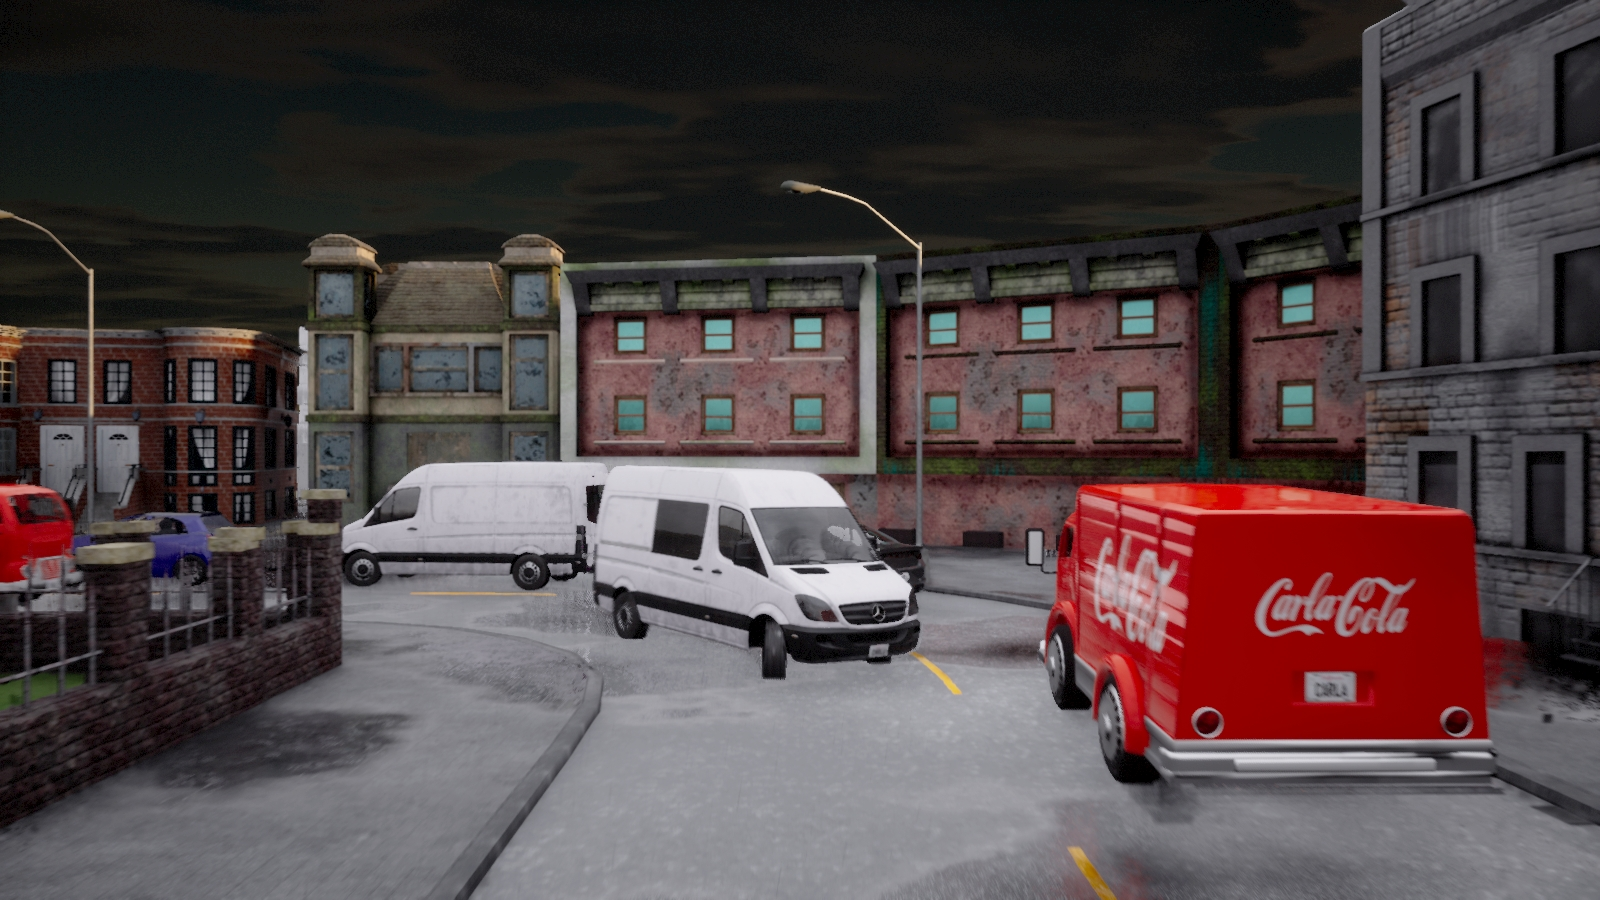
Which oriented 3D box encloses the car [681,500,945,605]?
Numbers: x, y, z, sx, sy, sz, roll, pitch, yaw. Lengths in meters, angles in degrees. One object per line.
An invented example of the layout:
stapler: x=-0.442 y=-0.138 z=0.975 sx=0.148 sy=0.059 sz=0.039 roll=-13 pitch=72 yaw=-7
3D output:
car: x=0.116 y=1.816 z=21.601 sx=2.097 sy=1.535 sz=5.006 roll=0 pitch=0 yaw=-43

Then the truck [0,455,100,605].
truck: x=-15.762 y=1.361 z=20.122 sx=5.204 sy=2.467 sz=2.627 roll=-1 pitch=0 yaw=0

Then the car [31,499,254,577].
car: x=-13.744 y=1.818 z=24.046 sx=3.633 sy=1.501 sz=1.845 roll=0 pitch=0 yaw=0

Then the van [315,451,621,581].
van: x=-6.939 y=1.316 z=24.089 sx=5.915 sy=2.561 sz=1.988 roll=0 pitch=0 yaw=10

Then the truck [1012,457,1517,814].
truck: x=3.850 y=1.362 z=10.880 sx=2.627 sy=2.467 sz=5.204 roll=0 pitch=1 yaw=-1

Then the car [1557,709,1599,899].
car: x=3.923 y=1.806 z=2.702 sx=1.789 sy=1.549 sz=3.705 roll=0 pitch=0 yaw=0

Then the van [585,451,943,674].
van: x=-0.784 y=1.316 z=16.113 sx=1.988 sy=2.561 sz=5.915 roll=2 pitch=-1 yaw=-37
